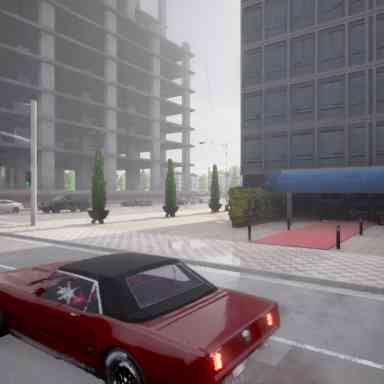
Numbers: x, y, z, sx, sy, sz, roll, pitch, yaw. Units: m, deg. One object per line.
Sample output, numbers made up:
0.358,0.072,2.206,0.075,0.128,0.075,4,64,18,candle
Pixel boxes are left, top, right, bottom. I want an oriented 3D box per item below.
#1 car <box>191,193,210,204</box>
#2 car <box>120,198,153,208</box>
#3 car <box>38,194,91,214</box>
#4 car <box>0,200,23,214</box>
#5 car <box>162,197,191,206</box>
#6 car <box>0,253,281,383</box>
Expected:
1.881,1.217,63.881,2.150,2.045,5.566,0,0,36,car
-8.233,1.547,49.997,2.033,1.411,5.357,0,0,36,car
-13.771,1.221,36.317,2.150,2.045,5.566,0,0,36,car
-19.761,1.526,33.986,1.812,1.442,4.674,0,0,36,car
-2.689,1.504,51.688,1.837,1.490,4.892,0,0,36,car
-1.280,1.601,4.895,4.718,1.301,1.895,0,0,35,car
